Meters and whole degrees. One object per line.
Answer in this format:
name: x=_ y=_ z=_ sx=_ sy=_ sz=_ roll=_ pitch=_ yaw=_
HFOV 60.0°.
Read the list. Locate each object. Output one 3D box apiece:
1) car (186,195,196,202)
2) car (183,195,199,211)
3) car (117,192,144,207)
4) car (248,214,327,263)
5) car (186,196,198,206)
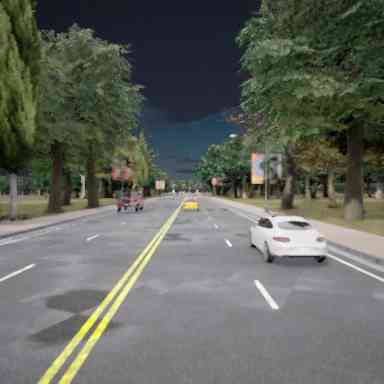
car: x=-0.290 y=1.479 z=73.666 sx=2.128 sy=1.511 sz=4.902 roll=0 pitch=0 yaw=0
car: x=-0.096 y=1.445 z=40.173 sx=1.801 sy=1.575 sz=5.366 roll=0 pitch=0 yaw=0
car: x=-6.573 y=0.933 z=36.098 sx=2.150 sy=2.045 sz=5.566 roll=0 pitch=0 yaw=0
car: x=3.241 y=1.527 z=11.917 sx=1.812 sy=1.442 sz=4.674 roll=0 pitch=0 yaw=0
car: x=-0.059 y=1.453 z=55.666 sx=1.882 sy=1.535 sz=5.008 roll=0 pitch=0 yaw=0
